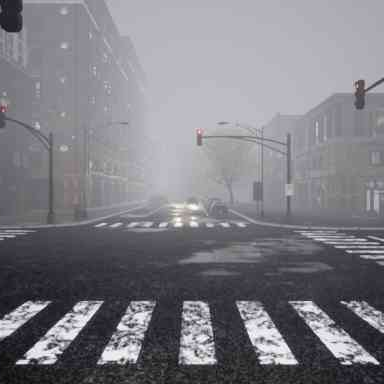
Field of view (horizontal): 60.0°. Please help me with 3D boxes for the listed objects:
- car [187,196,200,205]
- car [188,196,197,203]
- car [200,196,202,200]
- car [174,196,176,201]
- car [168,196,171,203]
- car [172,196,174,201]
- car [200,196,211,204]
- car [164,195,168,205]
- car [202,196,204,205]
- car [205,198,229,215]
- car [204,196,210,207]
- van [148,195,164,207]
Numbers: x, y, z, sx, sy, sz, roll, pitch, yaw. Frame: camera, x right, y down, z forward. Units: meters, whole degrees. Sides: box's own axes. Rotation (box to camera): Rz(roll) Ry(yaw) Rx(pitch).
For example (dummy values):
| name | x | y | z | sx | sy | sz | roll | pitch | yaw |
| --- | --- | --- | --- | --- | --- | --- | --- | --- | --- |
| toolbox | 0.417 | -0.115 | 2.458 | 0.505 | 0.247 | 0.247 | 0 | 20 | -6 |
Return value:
| name | x | y | z | sx | sy | sz | roll | pitch | yaw |
| --- | --- | --- | --- | --- | --- | --- | --- | --- | --- |
| car | 0.065 | 1.556 | 60.401 | 1.882 | 1.535 | 5.008 | 0 | 0 | 0 |
| car | 0.075 | 1.540 | 70.818 | 1.812 | 1.442 | 4.674 | 0 | 0 | 0 |
| car | 2.755 | 1.633 | 62.109 | 2.008 | 1.369 | 4.403 | 0 | 0 | 0 |
| car | -5.597 | 1.687 | 90.434 | 1.752 | 1.417 | 4.829 | 0 | 0 | 0 |
| car | -5.626 | 1.397 | 62.120 | 2.192 | 1.841 | 5.009 | 0 | 0 | 0 |
| car | -5.614 | 1.663 | 73.513 | 2.008 | 1.369 | 4.403 | 0 | 0 | 0 |
| car | 2.760 | 1.537 | 67.806 | 1.967 | 1.590 | 4.097 | 0 | 0 | 0 |
| car | -5.632 | 1.651 | 56.423 | 1.802 | 1.307 | 4.206 | 0 | 0 | 0 |
| car | 2.737 | 1.488 | 45.019 | 1.967 | 1.590 | 4.097 | 0 | 0 | 0 |
| car | 2.725 | 1.580 | 33.625 | 2.008 | 1.369 | 4.403 | 0 | 0 | 0 |
| car | 2.731 | 1.479 | 39.323 | 1.967 | 1.590 | 4.097 | 0 | 0 | 0 |
| van | -5.638 | 1.399 | 50.726 | 1.690 | 1.788 | 3.998 | 0 | 0 | 0 |
